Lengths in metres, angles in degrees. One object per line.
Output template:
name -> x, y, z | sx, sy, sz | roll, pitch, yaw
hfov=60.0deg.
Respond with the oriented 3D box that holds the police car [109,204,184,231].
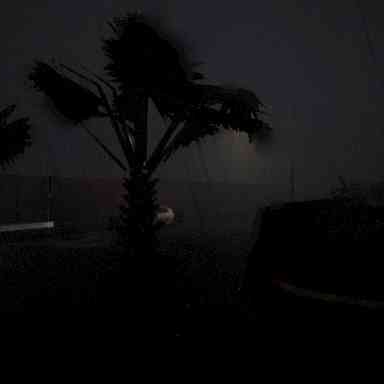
police car -> -2.611, 1.494, 19.503 | 2.038, 1.542, 4.974 | 0, 0, 36
